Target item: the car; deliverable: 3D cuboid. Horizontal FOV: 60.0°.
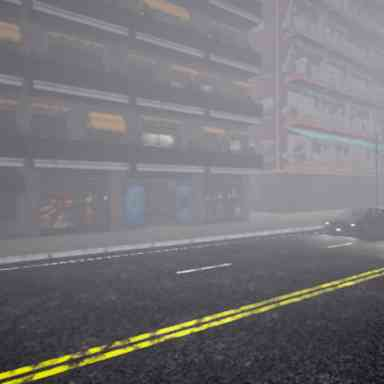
[{"bbox_3d":[9.703,1.571,18.819,5.357,1.411,2.033,0,0,-37],"label":"car"}]
